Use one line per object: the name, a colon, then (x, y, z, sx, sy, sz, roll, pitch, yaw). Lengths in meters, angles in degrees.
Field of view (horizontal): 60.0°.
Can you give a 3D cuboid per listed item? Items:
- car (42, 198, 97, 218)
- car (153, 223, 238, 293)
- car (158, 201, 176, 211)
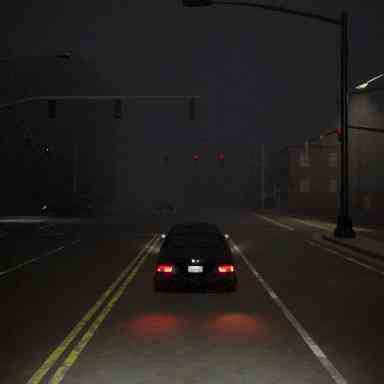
car: (-10.963, 1.349, 29.790, 4.553, 1.767, 2.097, 0, 0, 1)
car: (0.083, 1.547, 8.988, 2.033, 1.411, 5.357, 0, 0, 0)
car: (-3.538, 2.008, 45.961, 1.812, 1.442, 4.674, 0, -4, 0)
